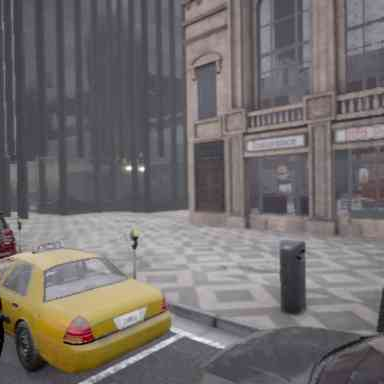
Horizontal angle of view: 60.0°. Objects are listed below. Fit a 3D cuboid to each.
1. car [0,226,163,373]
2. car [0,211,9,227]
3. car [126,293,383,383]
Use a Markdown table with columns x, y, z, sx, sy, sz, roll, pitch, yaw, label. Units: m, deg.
| x | y | z | sx | sy | sz | roll | pitch | yaw | label |
| --- | --- | --- | --- | --- | --- | --- | --- | --- | --- |
| -2.488 | 1.517 | 5.541 | 4.829 | 1.417 | 1.752 | -1 | 1 | 41 | car |
| -6.598 | 1.359 | 9.096 | 5.009 | 1.841 | 2.192 | -1 | 1 | 41 | car |
| 1.874 | 1.486 | 1.762 | 4.403 | 1.369 | 2.008 | -1 | 1 | 41 | car |
